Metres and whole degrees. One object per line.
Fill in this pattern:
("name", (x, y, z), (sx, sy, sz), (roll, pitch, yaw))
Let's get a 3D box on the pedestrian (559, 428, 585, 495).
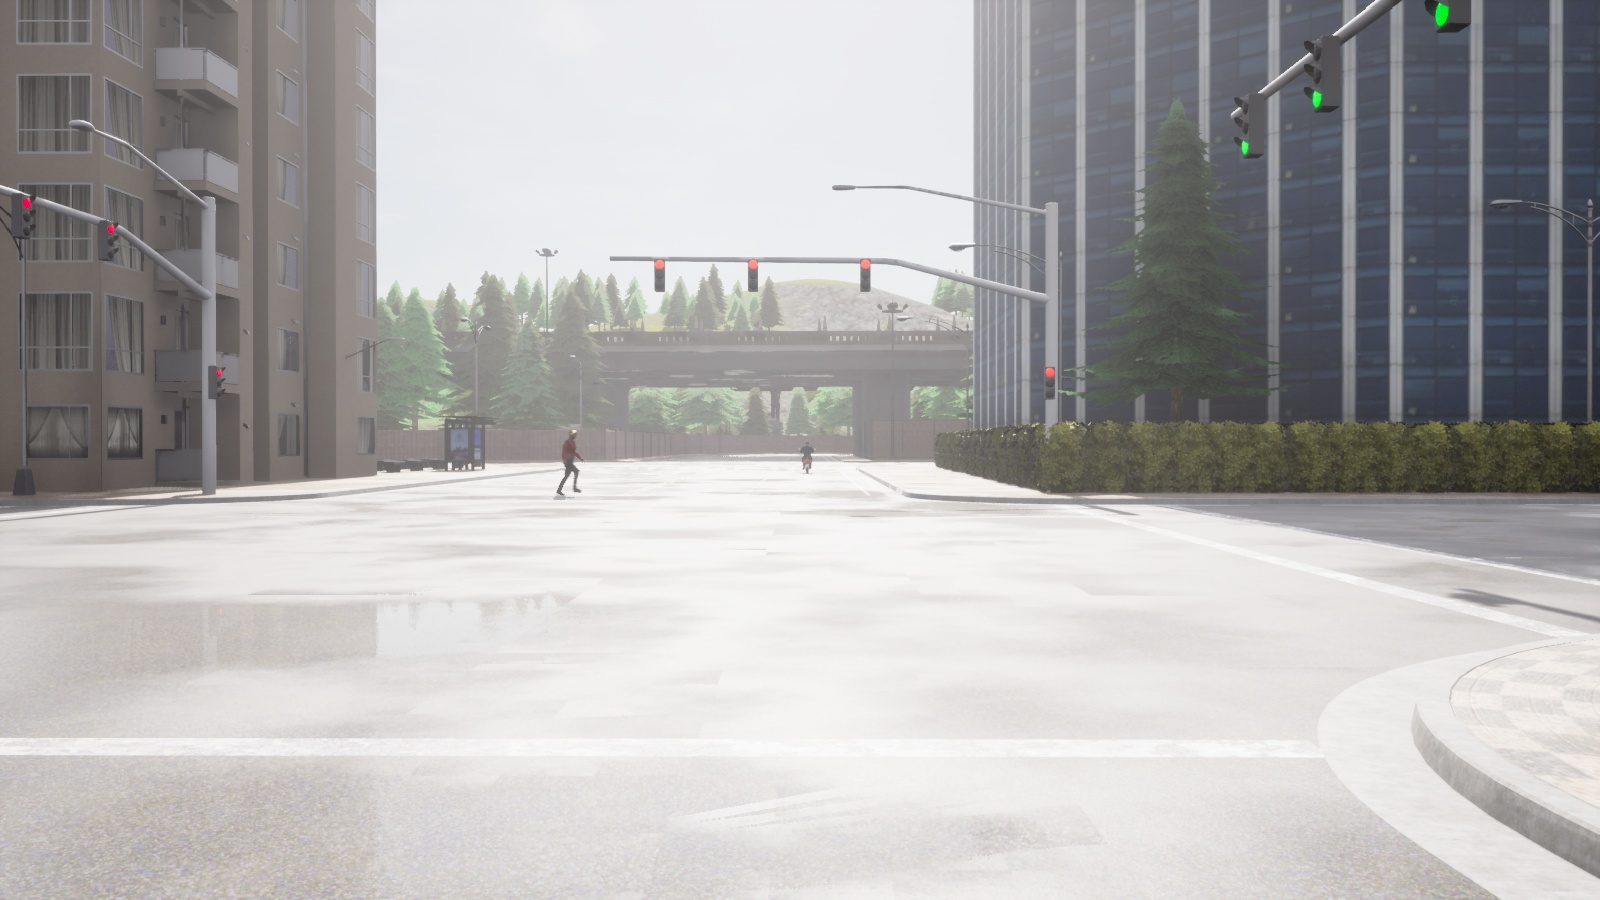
("pedestrian", (-6.282, 0.315, 34.548), (0.636, 1.846, 0.331), (0, 0, 7))
